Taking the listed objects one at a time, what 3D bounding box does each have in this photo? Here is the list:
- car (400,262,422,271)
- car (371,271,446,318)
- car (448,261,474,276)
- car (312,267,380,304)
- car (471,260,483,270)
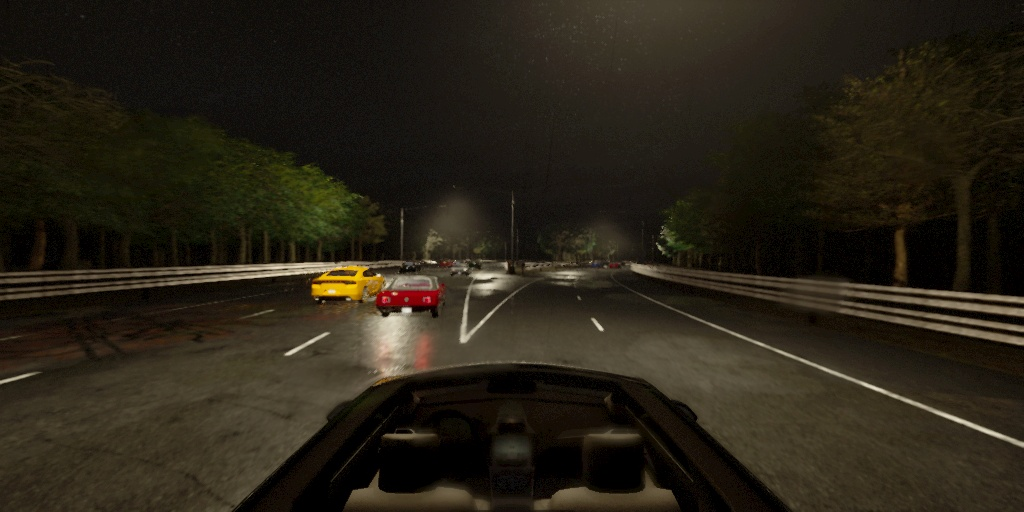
[{"bbox_3d":[-12.839,1.452,45.689,1.994,1.385,4.181,1,0,-2],"label":"car"},{"bbox_3d":[-3.449,1.383,13.153,1.895,1.301,4.718,1,0,-6],"label":"car"},{"bbox_3d":[-5.662,1.529,40.182,1.895,1.301,4.718,1,0,-3],"label":"car"},{"bbox_3d":[-7.230,1.244,16.346,1.882,1.535,5.008,0,0,-6],"label":"car"},{"bbox_3d":[-6.237,1.391,61.650,2.097,1.767,4.553,1,0,0],"label":"car"}]
